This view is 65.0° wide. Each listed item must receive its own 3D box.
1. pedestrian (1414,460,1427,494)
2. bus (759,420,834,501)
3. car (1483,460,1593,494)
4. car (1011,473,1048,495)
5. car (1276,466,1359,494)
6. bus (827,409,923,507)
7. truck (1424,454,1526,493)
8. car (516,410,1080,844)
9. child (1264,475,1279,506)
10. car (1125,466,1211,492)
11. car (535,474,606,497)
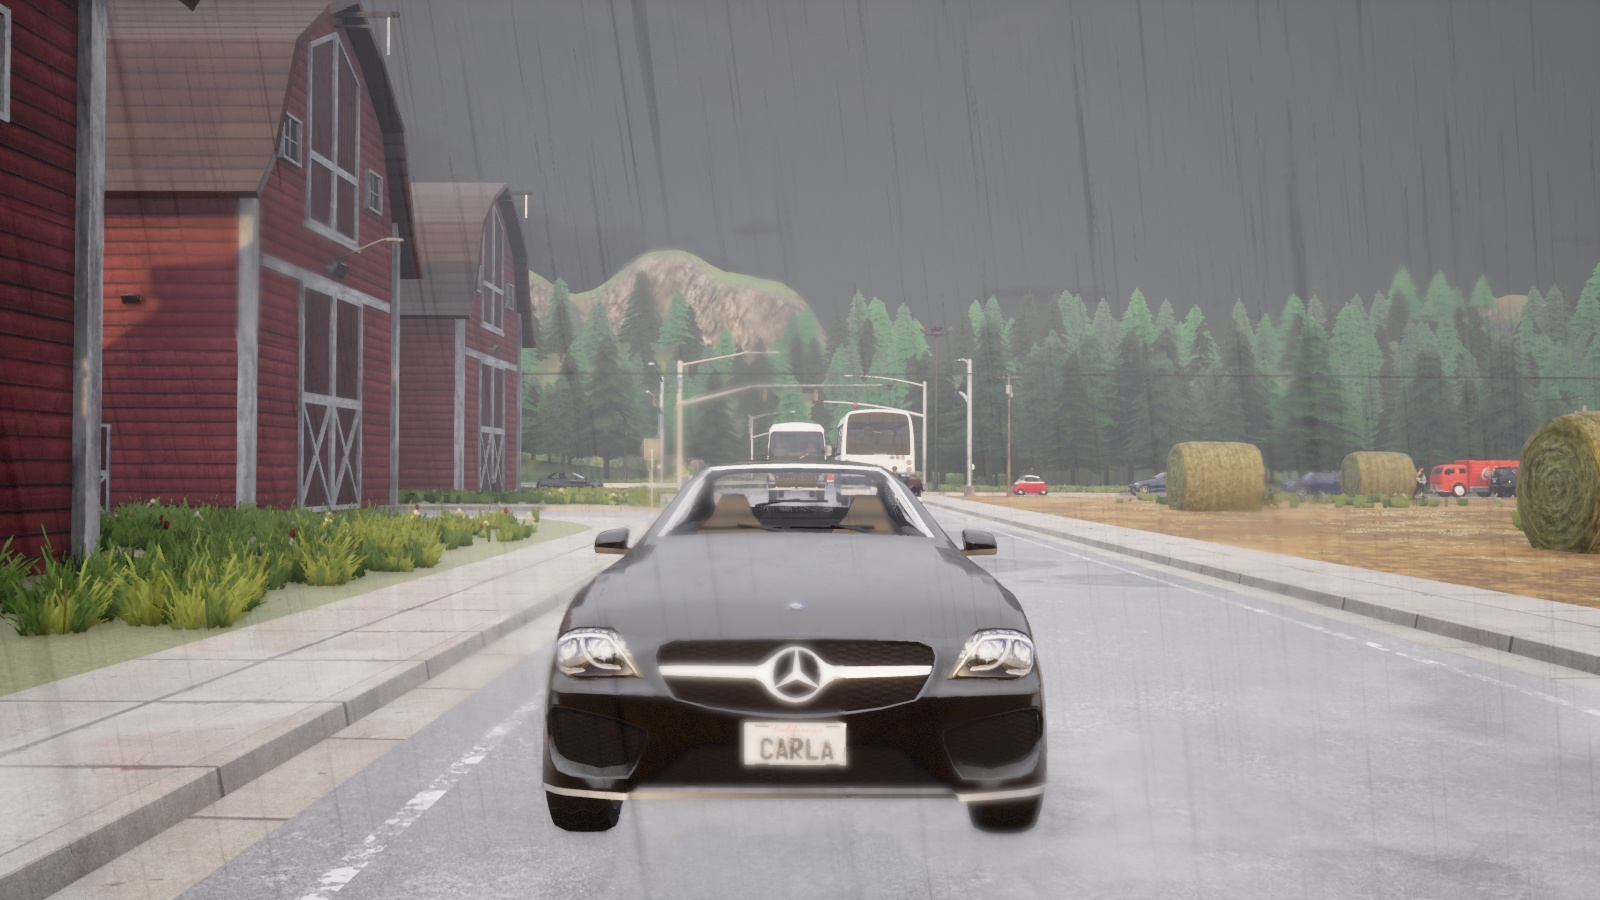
[{"bbox_3d":[33.994,1.490,68.769,0.594,1.836,0.345,-1,-1,26],"label":"pedestrian"},{"bbox_3d":[-0.181,0.638,71.583,3.944,4.253,10.273,0,-1,0],"label":"bus"},{"bbox_3d":[46.188,1.693,78.649,5.566,2.045,2.150,0,-1,1],"label":"car"},{"bbox_3d":[15.088,2.219,82.627,2.207,1.376,1.481,0,-1,1],"label":"car"},{"bbox_3d":[33.914,1.943,82.336,4.553,1.767,2.097,0,-1,1],"label":"car"},{"bbox_3d":[3.349,0.417,59.418,3.944,4.253,10.273,0,-1,0],"label":"bus"},{"bbox_3d":[44.131,1.552,82.186,5.204,2.467,2.627,0,-1,1],"label":"truck"},{"bbox_3d":[-0.019,0.716,7.320,2.152,1.651,5.027,0,-1,0],"label":"car"},{"bbox_3d":[18.524,1.599,49.327,0.448,1.192,0.343,0,-1,-4],"label":"child"},{"bbox_3d":[24.154,1.905,82.490,5.027,1.651,2.152,0,-1,1],"label":"car"},{"bbox_3d":[-14.528,2.246,79.589,4.193,1.474,1.816,0,-1,1],"label":"car"}]
